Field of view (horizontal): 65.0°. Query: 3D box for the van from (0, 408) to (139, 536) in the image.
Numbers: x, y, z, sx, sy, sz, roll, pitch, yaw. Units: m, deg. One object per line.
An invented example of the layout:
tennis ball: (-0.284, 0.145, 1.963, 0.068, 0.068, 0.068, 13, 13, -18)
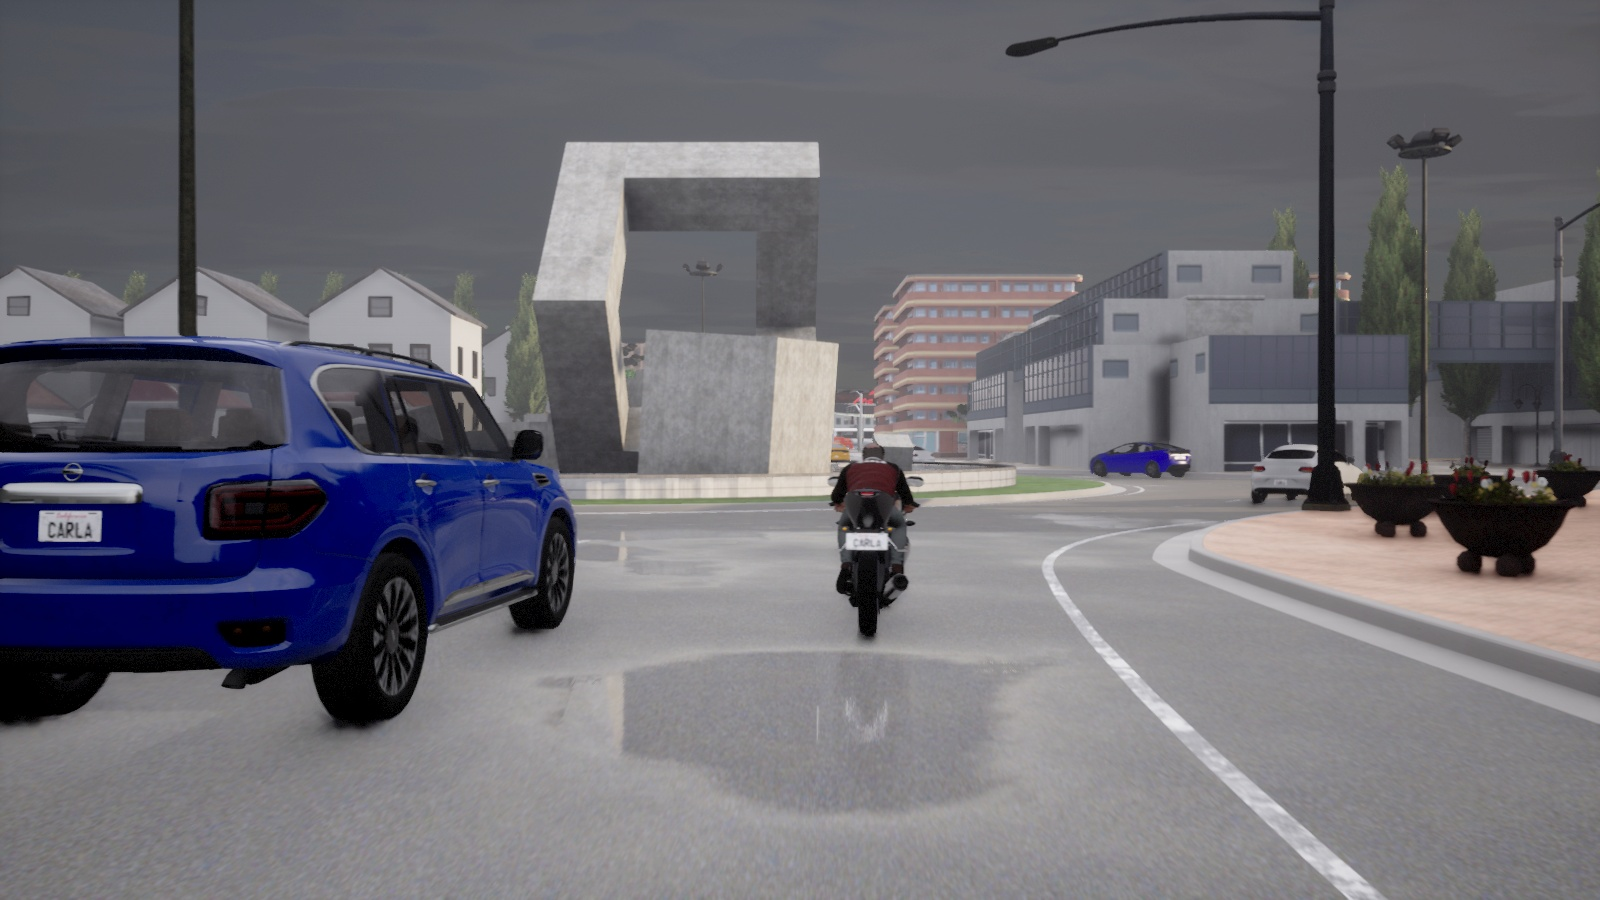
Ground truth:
van: (-13.994, 0.334, 21.745, 4.480, 2.038, 2.069, 0, 1, 21)

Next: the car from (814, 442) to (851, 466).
car: (2.072, 0.262, 82.356, 1.882, 1.535, 5.008, 0, 0, -5)

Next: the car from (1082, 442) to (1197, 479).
car: (14.475, 0.404, 53.712, 2.007, 1.525, 4.514, 0, 0, -35)

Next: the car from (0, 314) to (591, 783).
car: (-3.107, 0.416, 8.328, 2.150, 2.045, 5.566, 0, 0, 4)

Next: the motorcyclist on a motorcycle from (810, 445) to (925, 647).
motorcyclist on a motorcycle: (0.622, 0.722, 10.673, 0.866, 1.530, 2.191, 0, 0, 6)

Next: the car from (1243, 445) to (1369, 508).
car: (12.732, 0.607, 31.411, 1.812, 1.442, 4.674, 0, 0, 36)

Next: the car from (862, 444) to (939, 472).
car: (5.293, 0.402, 66.490, 1.812, 1.442, 4.674, 0, 0, -28)
